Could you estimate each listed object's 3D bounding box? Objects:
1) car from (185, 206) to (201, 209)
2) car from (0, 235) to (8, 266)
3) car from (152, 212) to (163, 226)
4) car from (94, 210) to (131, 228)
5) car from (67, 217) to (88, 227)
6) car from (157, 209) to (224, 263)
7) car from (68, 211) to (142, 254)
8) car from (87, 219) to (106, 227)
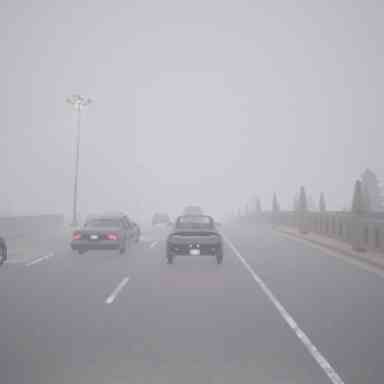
[{"bbox_3d":[0.097,2.653,36.090,2.150,2.045,5.566,0,-6,0],"label":"car"},{"bbox_3d":[-6.915,1.420,8.727,2.097,1.767,4.553,0,-1,0],"label":"car"},{"bbox_3d":[-3.403,3.079,37.565,2.128,1.511,4.902,0,-6,0],"label":"car"},{"bbox_3d":[-6.903,2.408,29.629,2.033,1.411,5.357,0,-4,0],"label":"car"},{"bbox_3d":[-21.024,5.616,61.280,2.097,1.767,4.553,0,-7,1],"label":"car"},{"bbox_3d":[0.093,1.594,12.313,2.128,1.511,4.902,0,-1,0],"label":"car"},{"bbox_3d":[-3.403,1.676,14.093,2.033,1.411,5.357,0,-1,0],"label":"car"},{"bbox_3d":[-17.517,5.808,61.249,2.033,1.411,5.357,0,-6,0],"label":"car"}]
